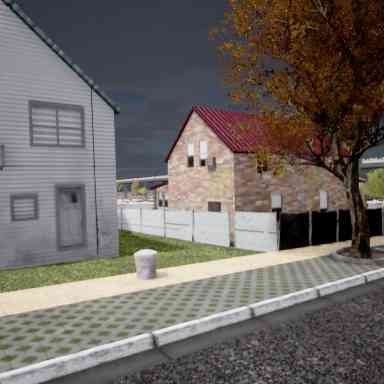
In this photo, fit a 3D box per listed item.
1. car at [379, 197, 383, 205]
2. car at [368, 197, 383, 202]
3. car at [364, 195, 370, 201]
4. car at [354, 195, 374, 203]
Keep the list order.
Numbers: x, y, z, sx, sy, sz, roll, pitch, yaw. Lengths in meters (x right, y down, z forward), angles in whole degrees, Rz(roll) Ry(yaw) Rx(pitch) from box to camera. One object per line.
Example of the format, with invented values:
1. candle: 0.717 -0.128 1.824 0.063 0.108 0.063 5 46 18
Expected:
1. car: 38.499 1.680 64.491 1.837 1.490 4.892 -2 -1 1
2. car: 28.522 1.863 48.991 1.882 1.535 5.008 -2 0 1
3. car: 31.997 1.904 63.790 1.812 1.442 4.674 -2 0 1
4. car: 38.586 1.528 74.893 2.097 1.767 4.553 -2 -1 1
